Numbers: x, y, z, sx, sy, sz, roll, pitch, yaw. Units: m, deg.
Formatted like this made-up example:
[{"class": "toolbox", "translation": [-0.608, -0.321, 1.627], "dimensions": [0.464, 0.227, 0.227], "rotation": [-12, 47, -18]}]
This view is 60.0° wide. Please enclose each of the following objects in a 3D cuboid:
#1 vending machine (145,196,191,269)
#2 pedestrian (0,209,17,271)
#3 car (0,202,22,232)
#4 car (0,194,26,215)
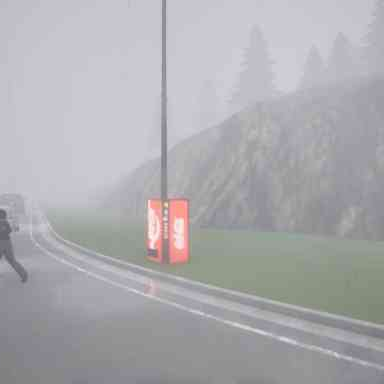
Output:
[{"class": "vending machine", "translation": [-0.750, 1.195, 10.333], "dimensions": [1.100, 2.100, 0.880], "rotation": [0, 0, -42]}, {"class": "pedestrian", "translation": [-4.542, 1.293, 8.018], "dimensions": [0.375, 1.860, 0.375], "rotation": [0, 0, -41]}, {"class": "car", "translation": [-11.126, 1.524, 19.432], "dimensions": [1.812, 1.442, 4.674], "rotation": [0, -1, -28]}, {"class": "car", "translation": [-18.237, 1.216, 33.866], "dimensions": [2.150, 2.045, 5.566], "rotation": [0, 0, -26]}]
